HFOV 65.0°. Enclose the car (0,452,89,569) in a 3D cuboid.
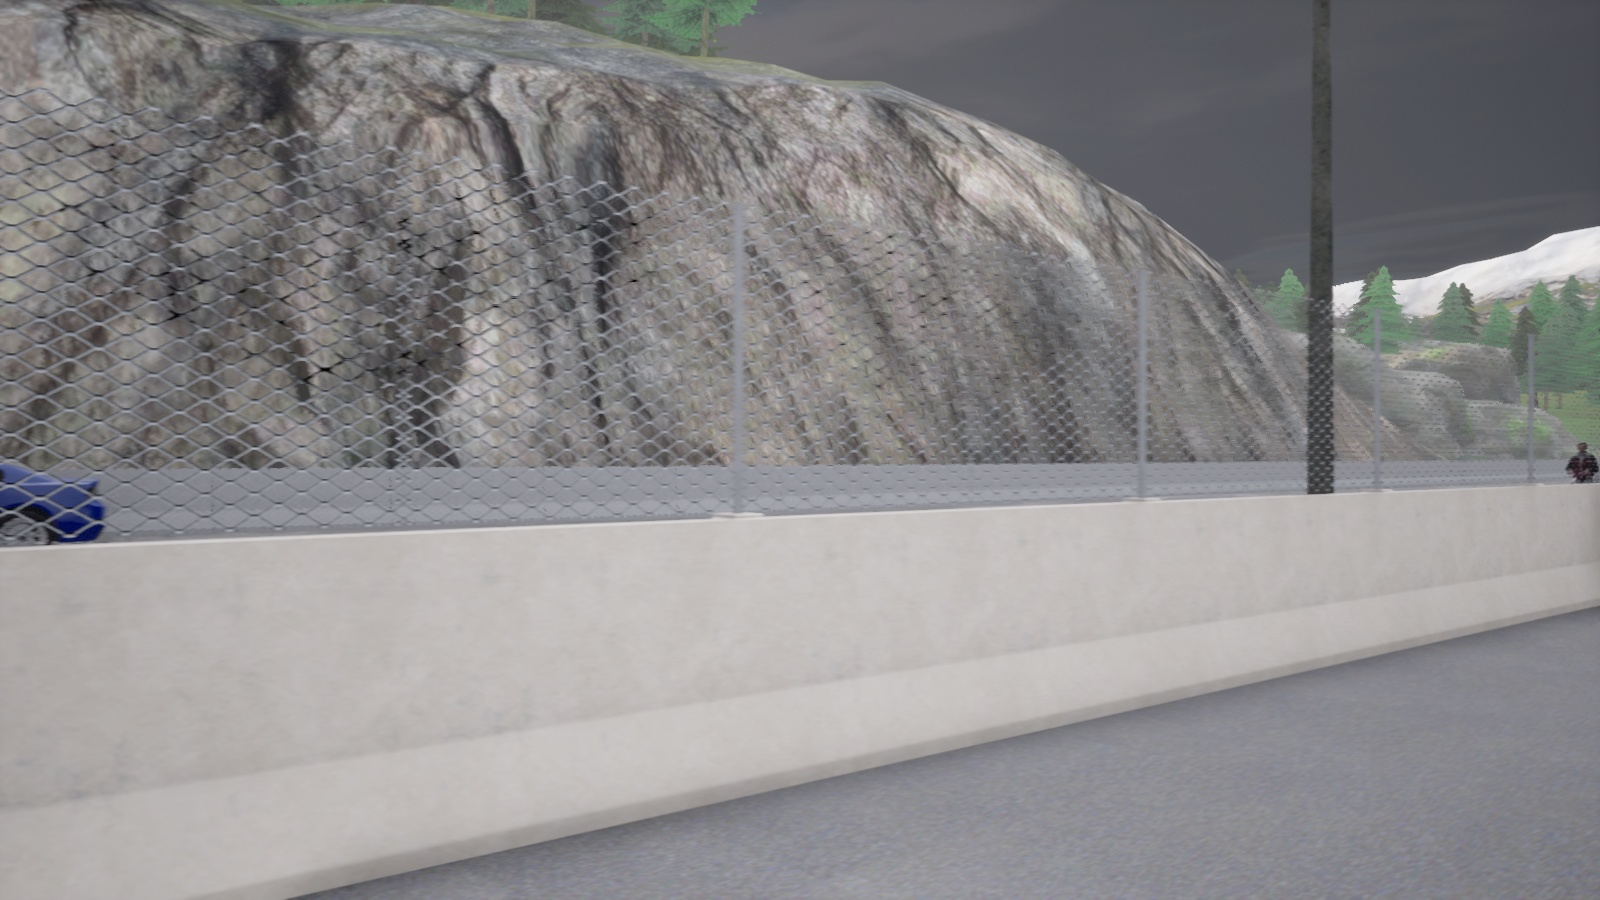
[{"bbox_3d":[-12.267,0.794,16.417,5.008,1.535,1.882,0,0,-35],"label":"car"}]
